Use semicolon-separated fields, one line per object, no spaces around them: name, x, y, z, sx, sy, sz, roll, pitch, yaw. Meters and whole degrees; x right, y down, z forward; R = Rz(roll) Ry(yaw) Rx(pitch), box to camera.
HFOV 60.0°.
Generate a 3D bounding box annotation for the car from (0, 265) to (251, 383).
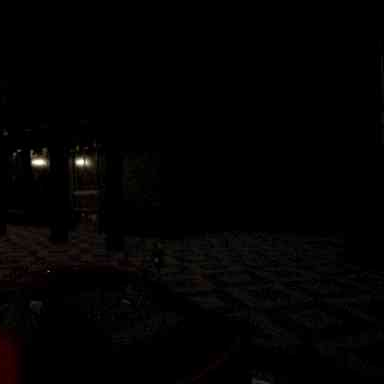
car;-1.554;1.567;3.930;4.507;1.381;1.887;-1;-1;35
